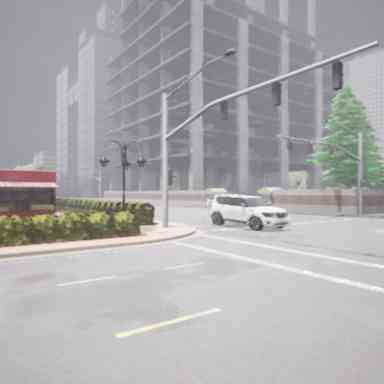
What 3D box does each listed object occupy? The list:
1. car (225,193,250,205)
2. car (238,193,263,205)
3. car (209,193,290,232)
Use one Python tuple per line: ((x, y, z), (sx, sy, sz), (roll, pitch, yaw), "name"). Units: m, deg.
((7.550, 1.162, 55.132), (1.905, 1.878, 3.866), (0, 0, -35), "car")
((9.945, 1.166, 56.839), (1.905, 1.878, 3.866), (0, 0, -35), "car")
((3.378, 1.203, 20.620), (2.150, 2.045, 5.566), (0, 1, -36), "car")
